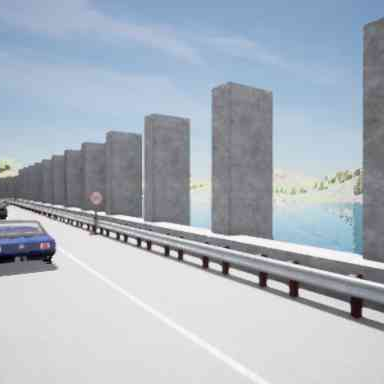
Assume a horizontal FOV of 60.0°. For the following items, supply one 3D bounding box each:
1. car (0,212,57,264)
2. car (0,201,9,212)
[{"bbox_3d":[-5.889,1.554,11.011,1.895,1.301,4.718,0,0,-33],"label":"car"},{"bbox_3d":[-14.783,1.398,24.686,1.837,1.490,4.892,0,1,-33],"label":"car"}]
